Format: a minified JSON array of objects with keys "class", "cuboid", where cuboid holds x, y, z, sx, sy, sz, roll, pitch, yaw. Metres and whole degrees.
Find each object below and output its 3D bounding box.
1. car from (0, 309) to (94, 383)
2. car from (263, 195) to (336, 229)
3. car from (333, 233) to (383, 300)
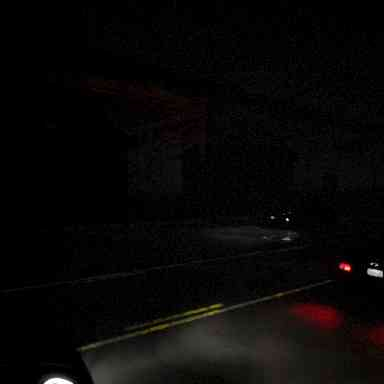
[{"class":"car","cuboid":[-2.801,1.352,1.730,4.553,1.767,2.097,0,0,-36]},{"class":"car","cuboid":[7.180,1.222,21.916,5.566,2.045,2.150,0,0,-35]},{"class":"car","cuboid":[5.434,1.545,7.636,5.357,1.411,2.033,0,0,-36]}]
